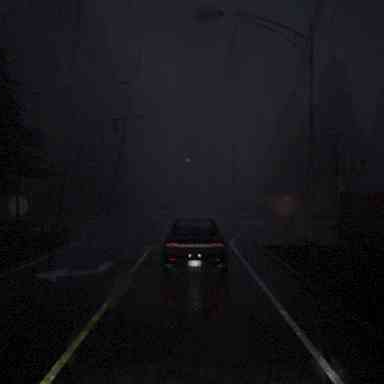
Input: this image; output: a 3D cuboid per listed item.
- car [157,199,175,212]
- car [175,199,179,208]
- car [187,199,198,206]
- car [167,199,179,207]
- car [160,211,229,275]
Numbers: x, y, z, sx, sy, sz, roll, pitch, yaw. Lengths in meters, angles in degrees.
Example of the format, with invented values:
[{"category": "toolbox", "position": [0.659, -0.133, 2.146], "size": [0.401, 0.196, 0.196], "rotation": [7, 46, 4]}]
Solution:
[{"category": "car", "position": [-3.581, 1.871, 43.773], "size": [1.812, 1.442, 4.674], "rotation": [0, 0, -1]}, {"category": "car", "position": [-3.581, 1.896, 53.063], "size": [1.882, 1.535, 5.008], "rotation": [0, 0, 0]}, {"category": "car", "position": [0.107, 2.075, 64.907], "size": [1.994, 1.385, 4.181], "rotation": [0, 0, 0]}, {"category": "car", "position": [-3.524, 2.060, 63.033], "size": [1.994, 1.385, 4.181], "rotation": [0, 0, 1]}, {"category": "car", "position": [0.085, 1.577, 10.689], "size": [2.128, 1.511, 4.902], "rotation": [0, 0, 0]}]
